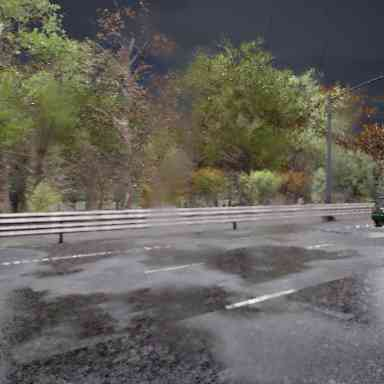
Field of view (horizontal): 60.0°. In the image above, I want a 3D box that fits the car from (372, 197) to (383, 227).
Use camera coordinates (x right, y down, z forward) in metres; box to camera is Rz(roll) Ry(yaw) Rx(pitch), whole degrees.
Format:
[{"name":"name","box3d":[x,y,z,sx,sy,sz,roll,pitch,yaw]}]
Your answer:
[{"name":"car","box3d":[14.401,1.332,22.536,5.566,2.045,2.150,1,0,-35]}]
